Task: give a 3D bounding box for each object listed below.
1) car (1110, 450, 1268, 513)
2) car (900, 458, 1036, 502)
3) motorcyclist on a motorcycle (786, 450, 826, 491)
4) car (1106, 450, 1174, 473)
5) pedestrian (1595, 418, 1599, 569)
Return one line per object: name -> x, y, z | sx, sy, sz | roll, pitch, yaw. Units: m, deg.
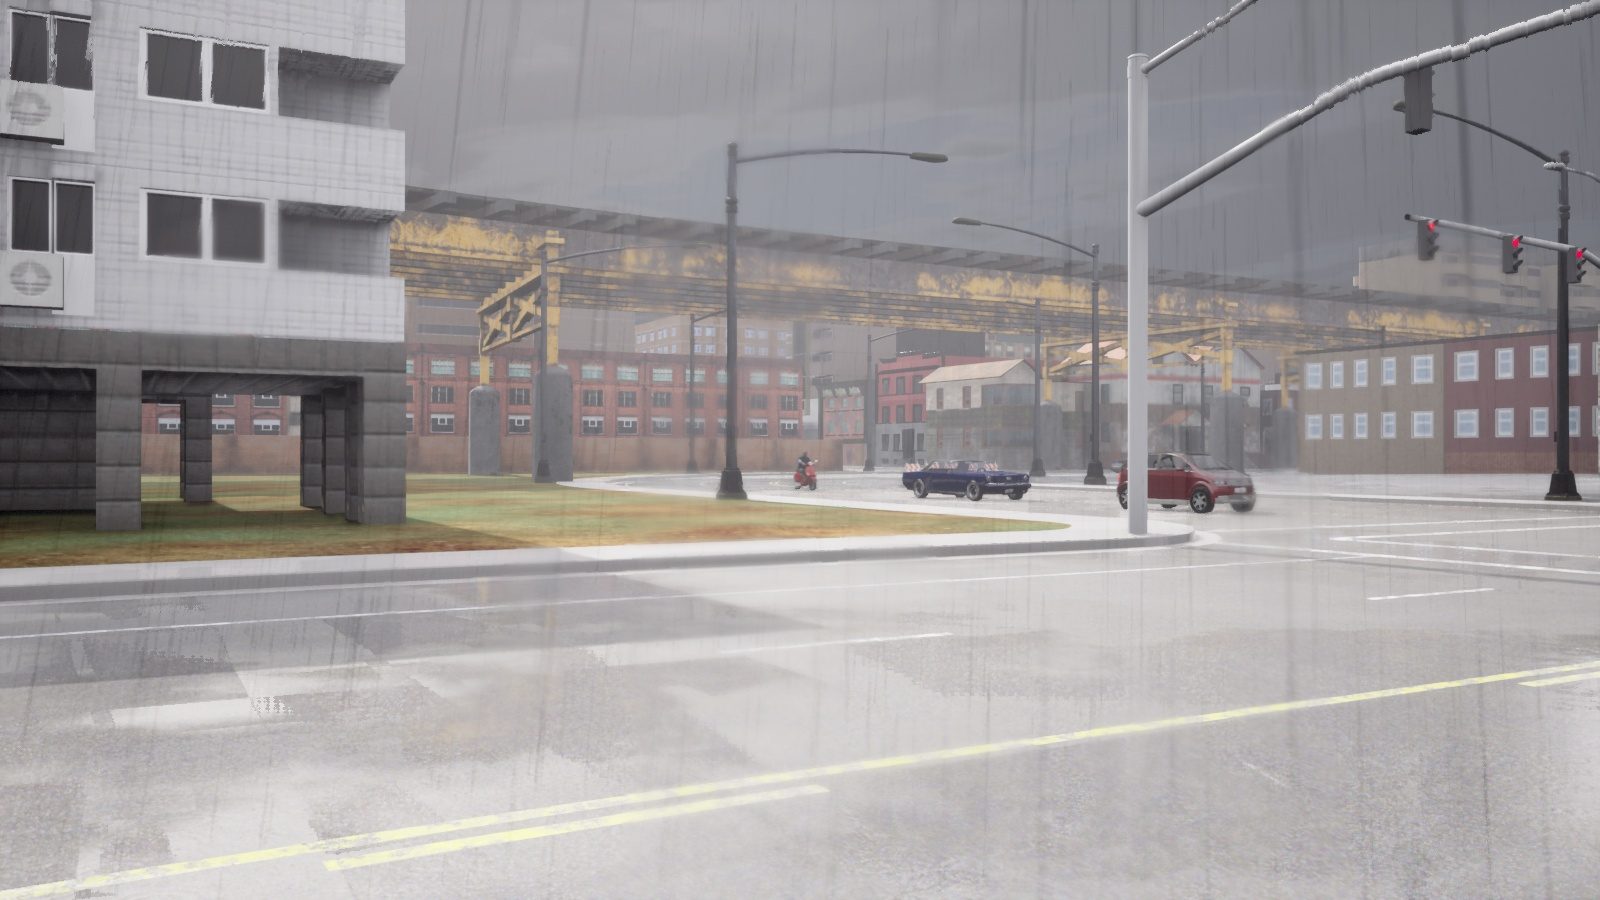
car -> 10.044, 0.784, 32.689 | 1.789, 1.549, 3.705 | 0, 0, -29
car -> 5.363, 0.933, 40.816 | 1.895, 1.301, 4.718 | 0, 0, -30
motorcyclist on a motorcycle -> 0.228, 0.820, 50.013 | 0.866, 1.590, 1.817 | 0, 0, -27
car -> 25.522, 0.851, 94.338 | 4.856, 1.649, 2.033 | 0, 0, -29
pedestrian -> 10.825, 0.556, 16.083 | 0.659, 1.952, 0.873 | 0, 0, -33
